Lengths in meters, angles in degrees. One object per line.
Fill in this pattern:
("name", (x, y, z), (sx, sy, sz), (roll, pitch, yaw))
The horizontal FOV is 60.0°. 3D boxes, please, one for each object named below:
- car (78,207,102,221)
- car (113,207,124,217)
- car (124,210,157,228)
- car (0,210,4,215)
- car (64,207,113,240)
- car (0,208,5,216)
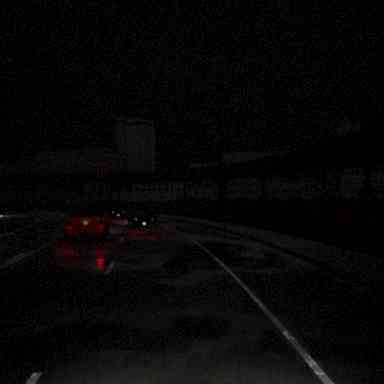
("car", (-11.741, 2.433, 38.111), (2.033, 1.411, 5.357), (0, -2, -23))
("car", (-9.804, 2.569, 42.185), (1.895, 1.301, 4.718), (0, -2, -24))
("car", (-4.046, 2.079, 26.415), (1.895, 1.301, 4.718), (0, -2, -15))
("car", (-13.604, 1.945, 20.743), (1.812, 1.442, 4.674), (0, -2, -14))
("car", (-5.832, 1.643, 18.922), (2.097, 1.767, 4.553), (0, -1, -12))
("car", (-34.296, 3.382, 57.329), (4.718, 1.301, 1.895), (-2, -2, 39))
